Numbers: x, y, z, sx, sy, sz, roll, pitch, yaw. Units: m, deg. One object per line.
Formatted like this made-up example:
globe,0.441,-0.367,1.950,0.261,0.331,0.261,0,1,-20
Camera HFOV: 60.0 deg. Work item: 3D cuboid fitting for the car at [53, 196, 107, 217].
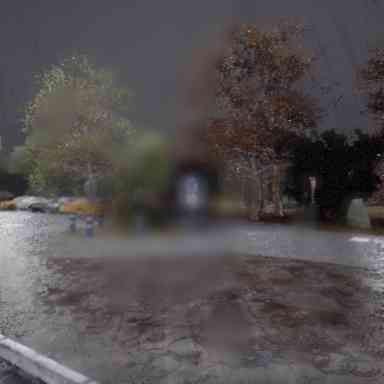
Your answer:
car,-9.848,1.388,30.988,2.097,1.535,5.008,1,1,36

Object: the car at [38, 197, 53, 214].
car,-12.066,1.209,32.644,2.185,1.767,4.553,1,1,36

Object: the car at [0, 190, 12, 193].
car,-23.168,0.814,40.706,2.435,2.045,5.566,1,1,36

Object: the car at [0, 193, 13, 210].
car,-18.817,1.171,37.280,1.946,1.575,5.366,1,1,36

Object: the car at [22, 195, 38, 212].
car,-14.244,1.312,34.151,2.163,1.488,4.792,1,1,36

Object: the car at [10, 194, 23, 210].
car,-16.470,1.268,35.801,2.002,1.452,4.674,1,1,36
